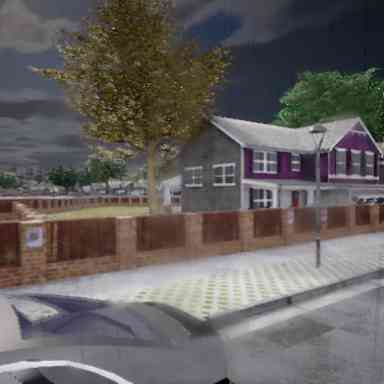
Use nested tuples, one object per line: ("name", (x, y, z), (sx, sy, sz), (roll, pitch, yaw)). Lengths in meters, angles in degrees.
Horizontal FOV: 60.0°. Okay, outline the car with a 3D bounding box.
("car", (-1.923, 1.494, 1.685), (4.902, 1.511, 2.128), (0, 0, -35))
